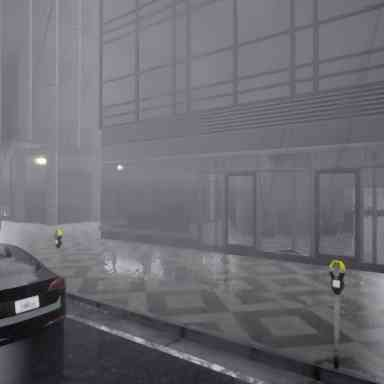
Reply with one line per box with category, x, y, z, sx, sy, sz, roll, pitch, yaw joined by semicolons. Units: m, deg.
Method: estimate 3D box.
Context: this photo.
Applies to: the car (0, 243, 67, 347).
car;-3.938;1.564;5.719;4.313;1.339;1.947;0;0;35
